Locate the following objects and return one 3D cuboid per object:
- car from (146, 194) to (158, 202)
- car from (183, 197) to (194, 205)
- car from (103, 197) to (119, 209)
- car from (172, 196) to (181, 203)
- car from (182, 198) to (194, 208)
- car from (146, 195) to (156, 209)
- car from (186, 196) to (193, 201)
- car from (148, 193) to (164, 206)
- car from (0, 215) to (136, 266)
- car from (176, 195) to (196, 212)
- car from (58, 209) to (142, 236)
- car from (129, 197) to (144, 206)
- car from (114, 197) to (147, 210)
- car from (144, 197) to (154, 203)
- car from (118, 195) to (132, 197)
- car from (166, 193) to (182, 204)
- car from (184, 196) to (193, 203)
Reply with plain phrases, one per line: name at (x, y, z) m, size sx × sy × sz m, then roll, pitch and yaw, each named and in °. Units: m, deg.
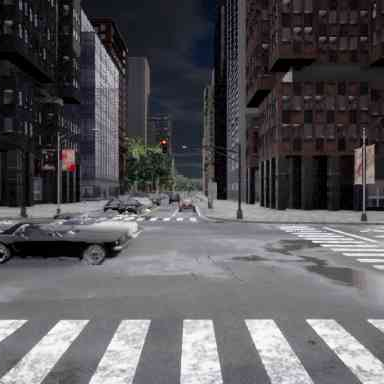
car at (-9.253, 1.417, 76.941) m, size 2.192 × 1.841 × 5.009 m, roll 0°, pitch 0°, yaw 0°
car at (-0.648, 1.603, 60.697) m, size 1.887 × 1.381 × 4.507 m, roll 0°, pitch 0°, yaw 0°
car at (-9.069, 1.574, 38.959) m, size 1.947 × 1.339 × 4.313 m, roll 0°, pitch 0°, yaw 0°
car at (-3.468, 1.651, 75.398) m, size 1.994 × 1.385 × 4.181 m, roll 0°, pitch 0°, yaw 0°
car at (-0.596, 1.614, 49.847) m, size 1.802 × 1.307 × 4.206 m, roll 0°, pitch 0°, yaw 0°
car at (-6.433, 1.548, 45.316) m, size 1.812 × 1.442 × 4.674 m, roll 0°, pitch 0°, yaw 0°
car at (-0.806, 1.696, 93.246) m, size 1.887 × 1.381 × 4.507 m, roll 0°, pitch 0°, yaw 0°
car at (-6.472, 1.268, 55.959) m, size 2.150 × 2.045 × 5.566 m, roll 0°, pitch 0°, yaw 0°
car at (-4.460, 1.572, 10.896) m, size 4.718 × 1.301 × 1.895 m, roll 1°, pitch 0°, yaw 0°
car at (-0.544, 1.448, 38.997) m, size 1.967 × 1.590 × 4.097 m, roll 0°, pitch 0°, yaw 0°
car at (-4.628, 1.563, 14.148) m, size 4.718 × 1.301 × 1.895 m, roll 1°, pitch 0°, yaw 0°
car at (-9.146, 1.570, 55.067) m, size 1.752 × 1.417 × 4.829 m, roll 0°, pitch 0°, yaw 0°
car at (-6.385, 1.547, 35.090) m, size 2.033 × 1.411 × 5.357 m, roll 0°, pitch 0°, yaw 0°
car at (-9.226, 1.669, 71.515) m, size 1.802 × 1.307 × 4.206 m, roll 0°, pitch 0°, yaw 0°
car at (-9.096, 1.335, 44.385) m, size 2.192 × 1.841 × 5.009 m, roll 0°, pitch 0°, yaw 0°
car at (-3.329, 1.290, 64.672) m, size 2.150 × 2.045 × 5.566 m, roll 0°, pitch 0°, yaw 0°
car at (-0.701, 1.613, 71.717) m, size 1.752 × 1.417 × 4.829 m, roll 0°, pitch 0°, yaw 0°
